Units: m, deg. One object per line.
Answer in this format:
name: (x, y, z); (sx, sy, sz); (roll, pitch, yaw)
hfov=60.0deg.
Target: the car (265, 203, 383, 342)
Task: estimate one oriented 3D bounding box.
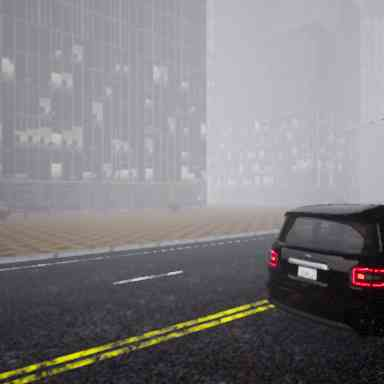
car: (3.810, 1.232, 6.340); (5.566, 2.045, 2.150); (0, 0, -36)
